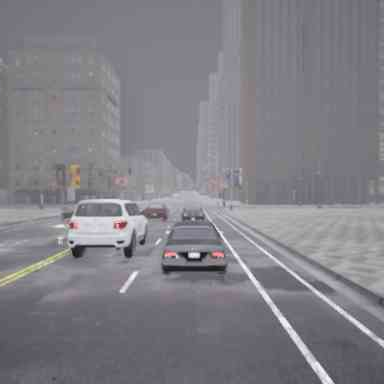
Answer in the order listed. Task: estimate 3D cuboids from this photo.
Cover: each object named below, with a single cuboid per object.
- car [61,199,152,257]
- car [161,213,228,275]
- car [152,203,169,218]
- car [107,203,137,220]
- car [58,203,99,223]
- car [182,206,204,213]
[{"bbox_3d":[-3.163,1.330,13.533,2.150,2.045,5.566,0,-2,0],"label":"car"},{"bbox_3d":[0.072,1.639,10.782,2.033,1.411,5.357,0,0,0],"label":"car"},{"bbox_3d":[-3.151,1.751,30.506,1.882,1.535,5.008,0,-1,0],"label":"car"},{"bbox_3d":[-6.576,1.793,31.863,1.837,1.490,4.892,0,-1,0],"label":"car"},{"bbox_3d":[-9.831,1.738,29.214,1.882,1.535,5.008,0,-1,0],"label":"car"},{"bbox_3d":[0.093,1.857,28.641,1.895,1.301,4.718,0,-1,0],"label":"car"}]
